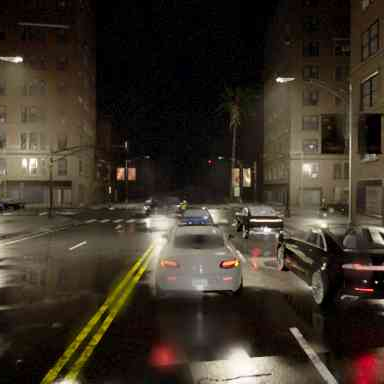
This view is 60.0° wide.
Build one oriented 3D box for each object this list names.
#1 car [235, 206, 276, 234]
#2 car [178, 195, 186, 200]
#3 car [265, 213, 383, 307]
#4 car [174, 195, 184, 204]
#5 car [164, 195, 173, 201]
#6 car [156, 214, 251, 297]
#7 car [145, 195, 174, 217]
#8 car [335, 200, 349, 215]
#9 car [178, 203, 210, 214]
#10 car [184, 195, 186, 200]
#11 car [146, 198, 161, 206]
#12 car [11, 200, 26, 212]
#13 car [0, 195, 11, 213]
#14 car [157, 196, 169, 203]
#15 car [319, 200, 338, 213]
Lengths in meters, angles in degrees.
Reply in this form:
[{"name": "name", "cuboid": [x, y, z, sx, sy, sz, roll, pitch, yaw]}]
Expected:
[{"name": "car", "cuboid": [3.376, 1.488, 17.243, 2.128, 1.511, 4.902, 0, 0, 0]}, {"name": "car", "cuboid": [-2.623, 1.417, 85.227, 1.895, 1.301, 4.718, 0, 0, 0]}, {"name": "car", "cuboid": [3.386, 1.490, 7.935, 2.128, 1.511, 4.902, 0, 0, 1]}, {"name": "car", "cuboid": [-2.918, 1.539, 57.183, 2.033, 1.411, 5.357, 0, 0, 1]}, {"name": "car", "cuboid": [-5.889, 1.421, 83.229, 1.812, 1.442, 4.674, 0, 0, 0]}, {"name": "car", "cuboid": [0.161, 1.524, 8.478, 1.812, 1.442, 4.674, 0, 0, 0]}, {"name": "car", "cuboid": [-3.121, 1.375, 31.419, 2.097, 1.767, 4.553, 0, 0, 0]}, {"name": "car", "cuboid": [16.445, 1.762, 31.625, 4.313, 1.339, 1.947, 0, 0, 1]}, {"name": "car", "cuboid": [0.230, 1.544, 17.933, 2.033, 1.411, 5.357, 0, 0, 0]}, {"name": "car", "cuboid": [-2.735, 1.524, 70.153, 2.033, 1.411, 5.357, 0, 0, 0]}, {"name": "car", "cuboid": [-6.193, 1.593, 54.272, 1.895, 1.301, 4.718, 0, 0, 1]}, {"name": "car", "cuboid": [-20.343, 1.431, 35.172, 4.718, 1.301, 1.895, 0, 1, -7]}, {"name": "car", "cuboid": [-20.695, 1.345, 32.002, 5.008, 1.535, 1.882, 0, 1, -8]}, {"name": "car", "cuboid": [-5.991, 1.530, 69.260, 2.033, 1.411, 5.357, 0, 0, 0]}, {"name": "car", "cuboid": [17.009, 1.592, 37.569, 5.008, 1.535, 1.882, 0, 1, 1]}]
